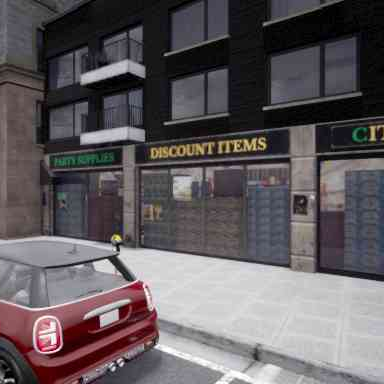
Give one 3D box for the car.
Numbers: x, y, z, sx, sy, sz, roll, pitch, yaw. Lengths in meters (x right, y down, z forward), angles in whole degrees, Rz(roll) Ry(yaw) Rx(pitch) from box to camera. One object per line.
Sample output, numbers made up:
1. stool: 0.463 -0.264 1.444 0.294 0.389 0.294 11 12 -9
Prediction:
1. car: -2.506 1.441 4.871 4.097 1.590 1.967 0 0 36
